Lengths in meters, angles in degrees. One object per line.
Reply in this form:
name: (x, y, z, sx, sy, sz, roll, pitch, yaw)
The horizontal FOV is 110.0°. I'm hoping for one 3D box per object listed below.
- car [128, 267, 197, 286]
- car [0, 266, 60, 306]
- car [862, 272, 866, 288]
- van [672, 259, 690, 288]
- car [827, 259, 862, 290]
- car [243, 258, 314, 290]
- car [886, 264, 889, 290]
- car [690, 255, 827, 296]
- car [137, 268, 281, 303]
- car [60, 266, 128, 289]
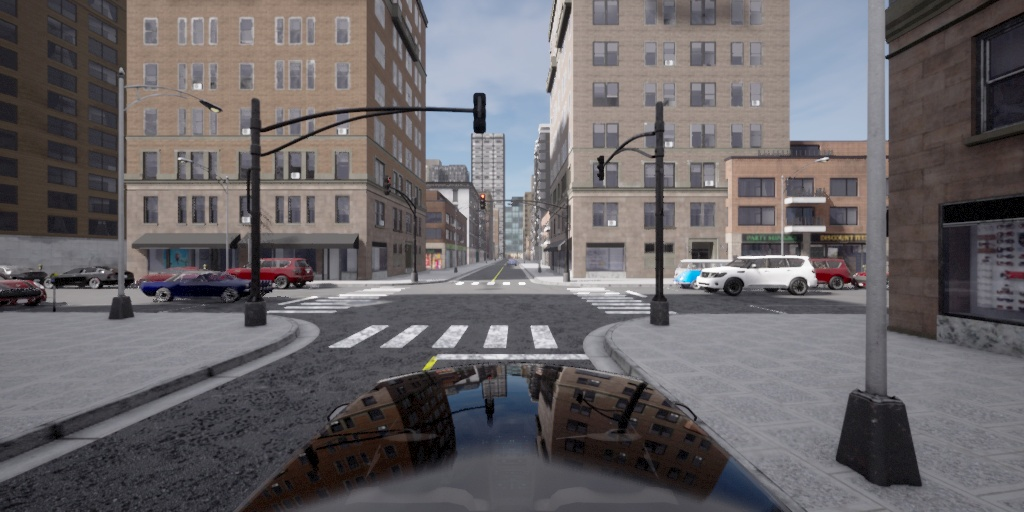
car: (-20.437, 1.316, 22.066, 4.207, 1.307, 1.802, 0, 0, 0)
car: (-20.459, 1.176, 13.540, 4.097, 1.591, 1.967, 0, 0, 0)
car: (23.226, 1.211, 21.821, 4.097, 1.591, 1.967, 0, 0, 0)
van: (12.034, 1.103, 21.884, 3.998, 1.789, 1.690, 0, 0, 0)
car: (17.630, 1.082, 21.853, 5.009, 1.841, 2.192, 0, 0, 0)
car: (-14.913, 1.054, 22.035, 5.009, 1.841, 2.192, 0, 0, 0)
car: (23.105, 1.277, 19.064, 4.892, 1.490, 1.837, 0, 0, 0)
car: (12.956, 0.986, 19.119, 5.566, 2.045, 2.150, 0, 0, 0)
car: (-13.412, 1.344, 16.065, 4.718, 1.301, 1.895, 0, 0, 1)
car: (-25.960, 1.294, 22.097, 4.313, 1.339, 1.948, 0, 0, 0)
